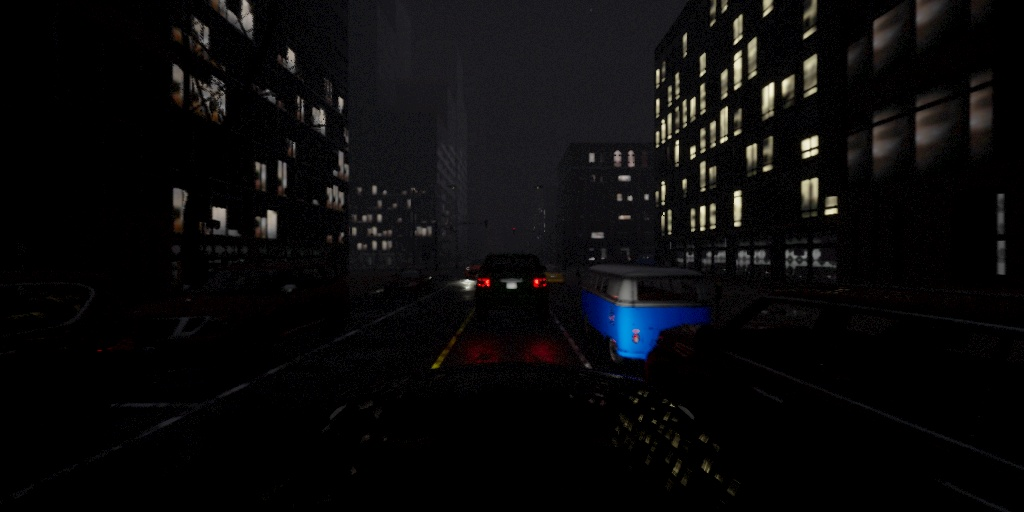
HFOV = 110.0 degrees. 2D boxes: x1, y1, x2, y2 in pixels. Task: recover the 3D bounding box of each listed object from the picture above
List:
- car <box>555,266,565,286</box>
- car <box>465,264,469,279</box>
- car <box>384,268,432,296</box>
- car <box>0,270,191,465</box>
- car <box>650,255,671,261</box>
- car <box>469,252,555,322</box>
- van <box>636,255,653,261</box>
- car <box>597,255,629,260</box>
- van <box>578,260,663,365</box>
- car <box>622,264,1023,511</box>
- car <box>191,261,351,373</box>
[{"bbox_3d":[2.562,1.234,24.572,1.751,1.417,4.829,0,0,0],"label":"car"},{"bbox_3d":[-2.822,1.048,31.216,2.097,1.767,4.553,0,0,0],"label":"car"},{"bbox_3d":[-5.318,1.301,18.842,1.802,1.307,4.207,0,0,0],"label":"car"},{"bbox_3d":[-5.315,1.064,2.166,2.192,1.841,5.009,0,0,0],"label":"car"},{"bbox_3d":[21.081,0.939,46.959,4.507,1.381,1.888,0,0,-1],"label":"car"},{"bbox_3d":[0.047,0.944,12.371,2.150,2.045,5.566,0,-1,1],"label":"car"},{"bbox_3d":[20.972,0.705,54.839,3.998,1.789,1.690,0,0,-1],"label":"van"},{"bbox_3d":[15.316,0.750,54.779,5.009,1.841,2.192,0,0,-1],"label":"car"},{"bbox_3d":[2.565,1.080,7.726,1.690,1.789,3.998,0,0,0],"label":"van"},{"bbox_3d":[2.565,1.064,2.167,2.192,1.841,5.009,0,0,0],"label":"car"},{"bbox_3d":[-5.316,1.054,7.724,2.192,1.841,5.009,0,0,0],"label":"car"}]
